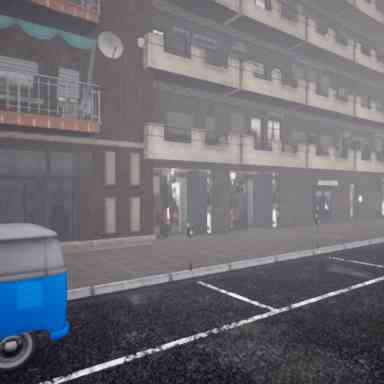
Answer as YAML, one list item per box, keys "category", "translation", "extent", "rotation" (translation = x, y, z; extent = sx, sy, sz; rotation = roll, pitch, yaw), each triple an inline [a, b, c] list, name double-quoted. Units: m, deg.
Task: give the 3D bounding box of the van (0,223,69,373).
- category: "van"
  translation: [-3.587, 1.341, 4.005]
  extent: [3.998, 1.788, 1.690]
  rotation: [0, 0, -36]
